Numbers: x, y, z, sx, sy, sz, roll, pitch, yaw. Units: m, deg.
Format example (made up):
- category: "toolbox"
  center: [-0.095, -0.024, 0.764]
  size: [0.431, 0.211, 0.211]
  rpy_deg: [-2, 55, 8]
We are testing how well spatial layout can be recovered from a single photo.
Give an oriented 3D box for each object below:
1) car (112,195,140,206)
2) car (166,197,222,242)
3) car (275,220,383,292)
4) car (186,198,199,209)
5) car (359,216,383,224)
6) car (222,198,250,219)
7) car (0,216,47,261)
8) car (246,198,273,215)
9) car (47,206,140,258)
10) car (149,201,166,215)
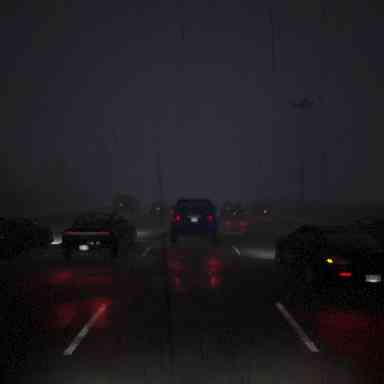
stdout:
- category: "car"
  center: [-6.892, 1.333, 35.094]
  size: [2.150, 2.045, 5.566]
  rpy_deg: [0, 0, 0]
- category: "car"
  center: [0.103, 1.276, 16.787]
  size: [2.150, 2.045, 5.566]
  rpy_deg: [0, 0, 0]
- category: "car"
  center: [3.603, 1.554, 8.914]
  size: [1.812, 1.442, 4.674]
  rpy_deg: [0, 0, 0]
- category: "car"
  center: [0.113, 1.678, 48.540]
  size: [1.812, 1.442, 4.674]
  rpy_deg: [0, 0, 0]
- category: "car"
  center: [7.103, 1.605, 12.549]
  size: [1.994, 1.385, 4.181]
  rpy_deg: [0, 0, 0]
- category: "car"
  center: [3.608, 1.589, 30.537]
  size: [2.128, 1.511, 4.902]
  rpy_deg: [0, 0, 0]
- category: "car"
  center: [-6.897, 1.603, 12.461]
  size: [1.994, 1.385, 4.181]
  rpy_deg: [0, 0, 0]
- category: "car"
  center: [7.108, 1.616, 34.818]
  size: [1.837, 1.490, 4.892]
  rpy_deg: [0, 0, 0]
- category: "car"
  center: [-3.396, 1.533, 12.873]
  size: [2.128, 1.511, 4.902]
  rpy_deg: [0, 0, 0]
- category: "car"
  center: [-3.394, 1.677, 35.720]
  size: [1.994, 1.385, 4.181]
  rpy_deg: [0, 0, 0]
